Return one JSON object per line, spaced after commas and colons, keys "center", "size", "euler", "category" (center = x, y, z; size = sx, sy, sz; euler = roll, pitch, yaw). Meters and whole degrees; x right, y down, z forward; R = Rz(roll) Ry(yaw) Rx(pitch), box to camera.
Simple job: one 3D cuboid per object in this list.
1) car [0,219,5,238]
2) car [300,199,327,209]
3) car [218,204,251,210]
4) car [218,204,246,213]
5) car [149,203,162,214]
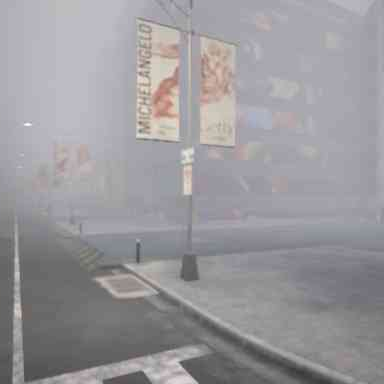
{"center": [-10.717, 1.799, 16.734], "size": [1.837, 1.490, 4.892], "euler": [1, -1, -28], "category": "car"}
{"center": [21.939, 2.358, 60.393], "size": [2.435, 2.045, 5.566], "euler": [1, -1, -28], "category": "car"}
{"center": [4.939, 2.098, 37.044], "size": [2.002, 1.452, 4.674], "euler": [1, -1, -28], "category": "car"}
{"center": [6.002, 2.527, 50.955], "size": [1.895, 1.301, 4.718], "euler": [1, -1, -28], "category": "car"}
{"center": [-4.432, 2.325, 45.871], "size": [2.161, 1.482, 4.786], "euler": [1, -1, -28], "category": "car"}
